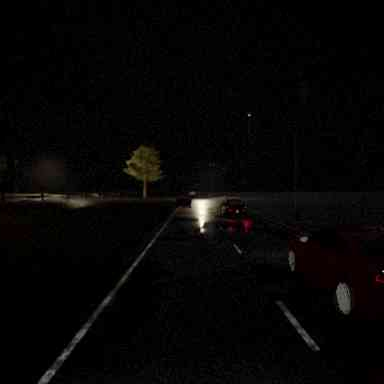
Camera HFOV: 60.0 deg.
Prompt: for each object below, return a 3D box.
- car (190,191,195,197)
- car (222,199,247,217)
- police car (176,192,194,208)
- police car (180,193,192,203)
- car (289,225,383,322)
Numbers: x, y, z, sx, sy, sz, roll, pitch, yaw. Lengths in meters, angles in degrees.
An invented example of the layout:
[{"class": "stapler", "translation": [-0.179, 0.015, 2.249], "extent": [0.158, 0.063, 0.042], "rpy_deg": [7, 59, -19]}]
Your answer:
[{"class": "car", "translation": [-1.019, 0.941, 51.755], "extent": [2.097, 1.767, 4.553], "rpy_deg": [0, 1, 0]}, {"class": "car", "translation": [3.633, 1.365, 28.902], "extent": [1.812, 1.442, 4.674], "rpy_deg": [0, 0, 0]}, {"class": "police car", "translation": [-1.024, 1.131, 41.896], "extent": [1.930, 1.638, 5.238], "rpy_deg": [0, 1, 0]}, {"class": "police car", "translation": [-1.015, 0.944, 57.895], "extent": [1.930, 1.638, 5.238], "rpy_deg": [0, 1, 0]}, {"class": "car", "translation": [3.607, 1.452, 7.274], "extent": [1.882, 1.535, 5.008], "rpy_deg": [0, 0, 0]}]
